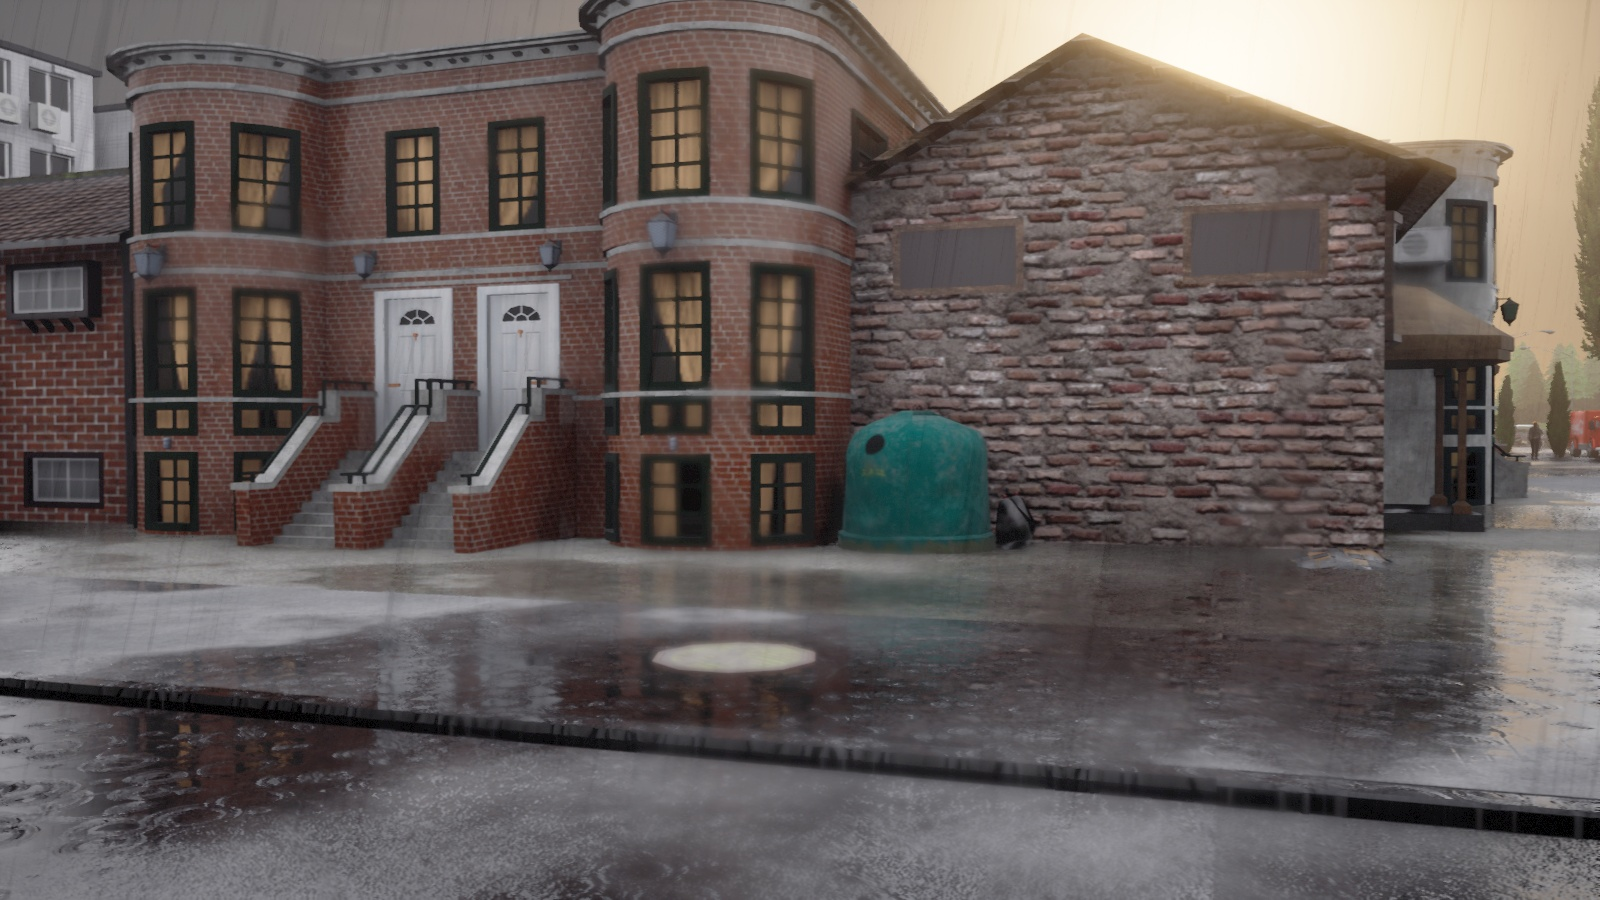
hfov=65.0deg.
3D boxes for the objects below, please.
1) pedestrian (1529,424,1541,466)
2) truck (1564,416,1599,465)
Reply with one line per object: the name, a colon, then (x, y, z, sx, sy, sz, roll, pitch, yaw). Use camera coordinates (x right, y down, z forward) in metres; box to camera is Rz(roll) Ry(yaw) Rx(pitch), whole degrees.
pedestrian: (32.914, -0.220, 56.202, 0.331, 1.846, 0.634, 1, 1, 20)
truck: (42.139, -0.524, 65.696, 2.627, 2.467, 5.204, 1, 1, 19)
